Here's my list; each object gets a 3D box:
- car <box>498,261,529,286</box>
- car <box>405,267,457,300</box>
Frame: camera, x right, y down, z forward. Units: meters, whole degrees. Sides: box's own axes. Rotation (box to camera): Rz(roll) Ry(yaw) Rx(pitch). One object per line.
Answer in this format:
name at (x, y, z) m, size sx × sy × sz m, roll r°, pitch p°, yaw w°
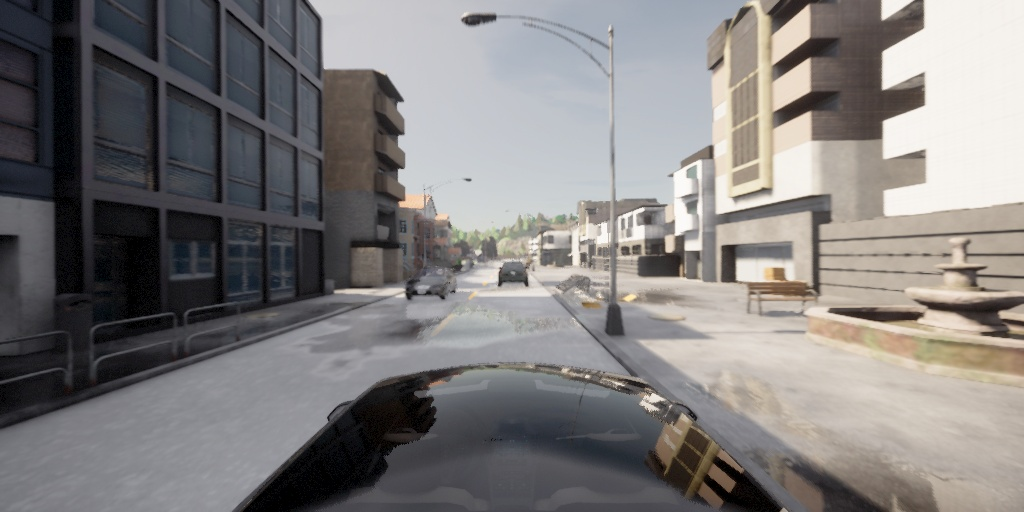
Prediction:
car at (0.090, 1.138, 25.715) m, size 2.097 × 1.767 × 4.553 m, roll -1°, pitch 0°, yaw 0°
car at (-3.978, 1.314, 18.263) m, size 2.128 × 1.511 × 4.902 m, roll -1°, pitch 0°, yaw 0°
